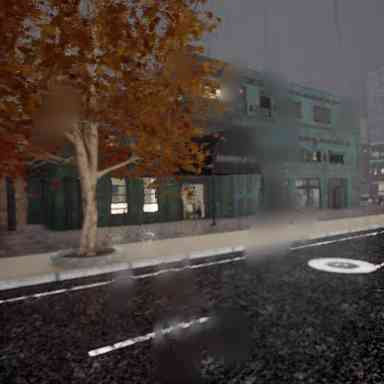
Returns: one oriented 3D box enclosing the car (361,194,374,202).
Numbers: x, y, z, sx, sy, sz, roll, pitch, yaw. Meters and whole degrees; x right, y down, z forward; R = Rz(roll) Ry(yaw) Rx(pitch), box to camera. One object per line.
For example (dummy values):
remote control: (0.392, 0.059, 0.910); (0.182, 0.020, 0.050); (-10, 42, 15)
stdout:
car: (29.088, 1.017, 56.086); (2.008, 1.369, 4.403); (-3, 1, -36)

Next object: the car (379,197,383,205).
car: (11.299, 1.089, 16.024); (4.553, 1.767, 2.097); (-1, 1, -36)

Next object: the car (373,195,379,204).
car: (27.182, 1.138, 44.328); (1.947, 1.339, 4.313); (-3, 1, -36)
